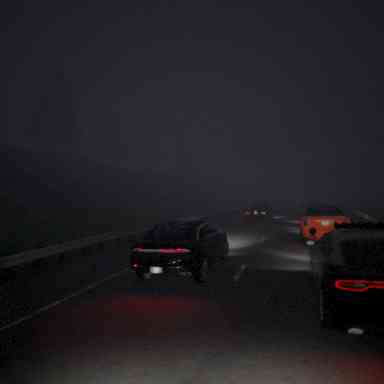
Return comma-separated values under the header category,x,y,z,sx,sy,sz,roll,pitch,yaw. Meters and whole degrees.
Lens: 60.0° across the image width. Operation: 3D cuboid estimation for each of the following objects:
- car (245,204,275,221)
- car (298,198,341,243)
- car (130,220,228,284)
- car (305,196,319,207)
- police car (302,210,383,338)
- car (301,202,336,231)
category,x,y,z,sx,sy,sz,roll,pitch,yaw
car,5.788,1.683,28.153,2.033,1.411,5.357,-2,-1,20
car,6.257,1.346,16.003,2.097,1.767,4.553,-2,-1,18
car,-0.156,1.602,10.060,2.128,1.511,4.902,-2,-1,16
car,19.044,1.503,52.745,1.882,1.535,5.008,-2,-1,22
police car,3.459,1.402,6.778,1.930,1.638,5.238,-2,-1,16
car,8.130,1.507,21.596,1.837,1.490,4.892,-2,-1,19
